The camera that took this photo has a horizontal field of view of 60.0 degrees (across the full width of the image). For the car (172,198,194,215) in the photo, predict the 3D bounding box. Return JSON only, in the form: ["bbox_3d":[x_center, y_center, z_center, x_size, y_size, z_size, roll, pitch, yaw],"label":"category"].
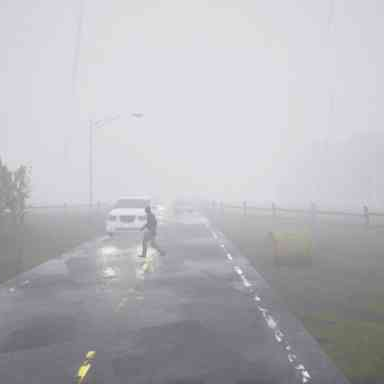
[{"bbox_3d":[-0.897,1.618,34.718,1.895,1.301,4.718,0,0,-4],"label":"car"}]

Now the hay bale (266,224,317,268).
[{"bbox_3d":[3.076,1.656,10.485,1.220,1.180,1.240,0,0,-1],"label":"hay bale"}]

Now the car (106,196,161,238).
[{"bbox_3d":[-3.083,1.224,18.107,2.150,2.045,5.566,0,0,-2],"label":"car"}]

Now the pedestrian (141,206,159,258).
[{"bbox_3d":[-1.400,1.294,11.170,0.375,1.860,0.375,0,0,-2],"label":"pedestrian"}]

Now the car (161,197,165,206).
[{"bbox_3d":[-5.628,1.539,56.236,2.128,1.511,4.902,0,0,-6],"label":"car"}]
